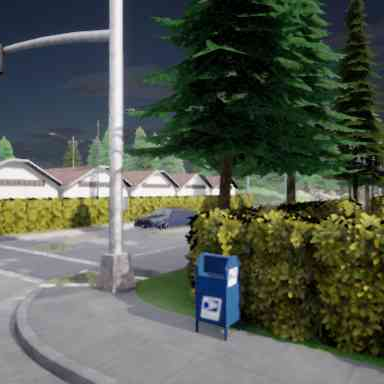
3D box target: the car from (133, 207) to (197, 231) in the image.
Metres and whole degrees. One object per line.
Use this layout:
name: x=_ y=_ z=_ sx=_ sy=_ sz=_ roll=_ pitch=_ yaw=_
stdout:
car: x=-1.531 y=1.747 z=22.873 sx=2.033 sy=1.411 sz=5.357 roll=0 pitch=0 yaw=36

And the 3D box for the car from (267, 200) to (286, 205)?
car: x=9.960 y=1.683 z=38.716 sx=1.882 sy=1.535 sz=5.008 roll=0 pitch=0 yaw=36
